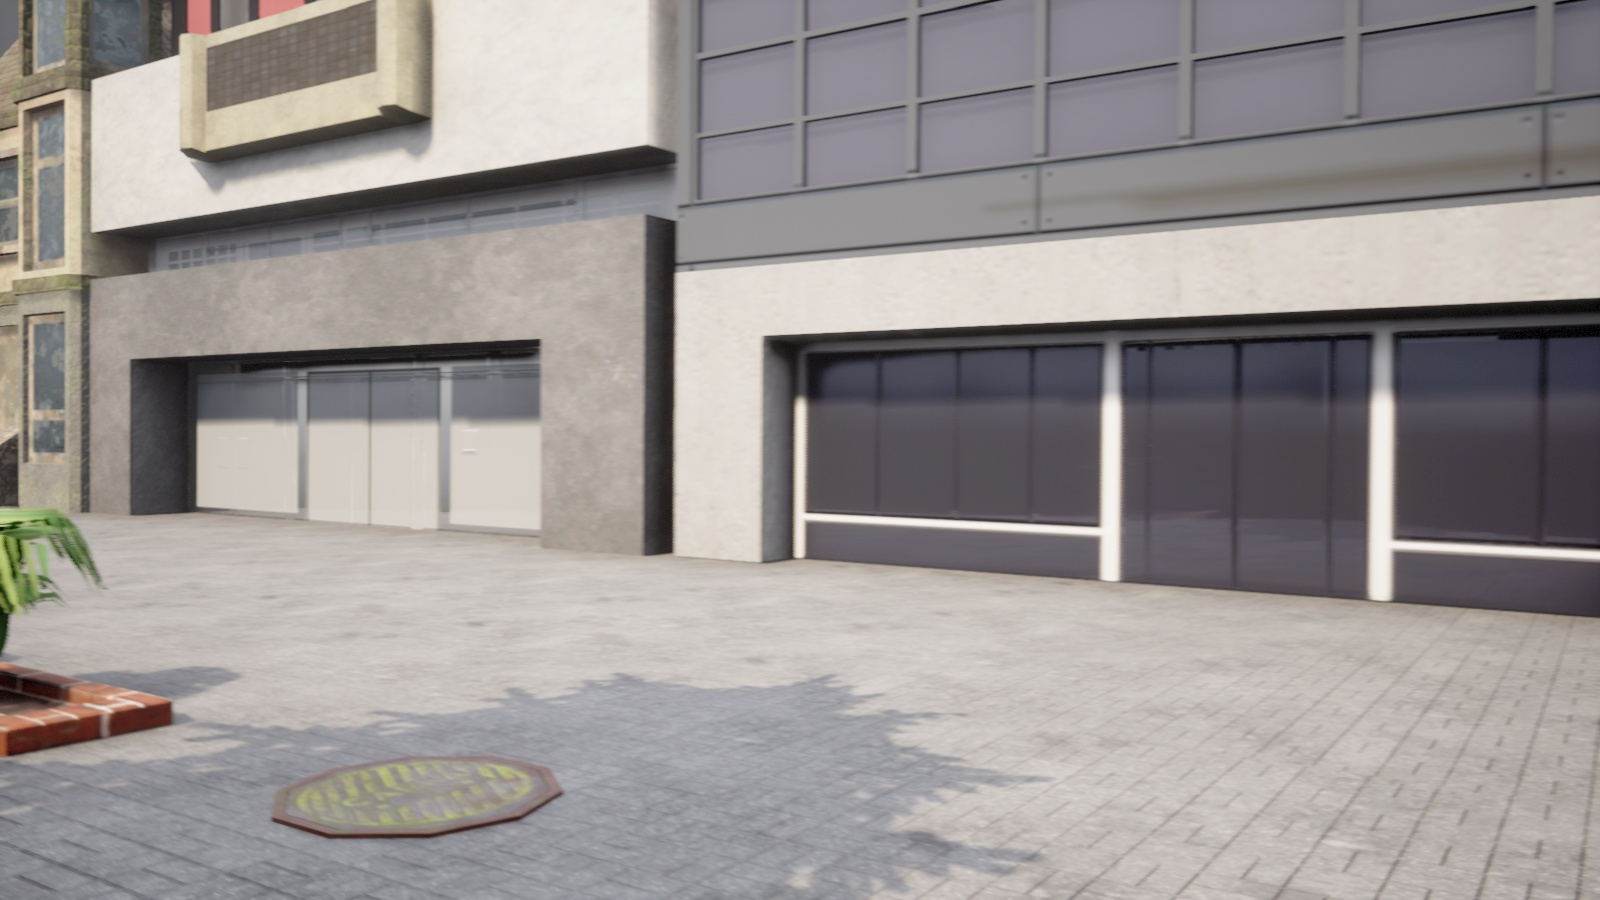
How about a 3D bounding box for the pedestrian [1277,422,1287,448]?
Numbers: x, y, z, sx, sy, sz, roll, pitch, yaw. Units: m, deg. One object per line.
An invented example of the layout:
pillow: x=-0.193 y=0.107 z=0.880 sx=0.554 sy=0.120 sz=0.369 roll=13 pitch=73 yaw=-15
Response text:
pedestrian: x=34.884 y=-1.076 z=90.912 sx=0.594 sy=1.836 sz=0.345 roll=0 pitch=1 yaw=45
